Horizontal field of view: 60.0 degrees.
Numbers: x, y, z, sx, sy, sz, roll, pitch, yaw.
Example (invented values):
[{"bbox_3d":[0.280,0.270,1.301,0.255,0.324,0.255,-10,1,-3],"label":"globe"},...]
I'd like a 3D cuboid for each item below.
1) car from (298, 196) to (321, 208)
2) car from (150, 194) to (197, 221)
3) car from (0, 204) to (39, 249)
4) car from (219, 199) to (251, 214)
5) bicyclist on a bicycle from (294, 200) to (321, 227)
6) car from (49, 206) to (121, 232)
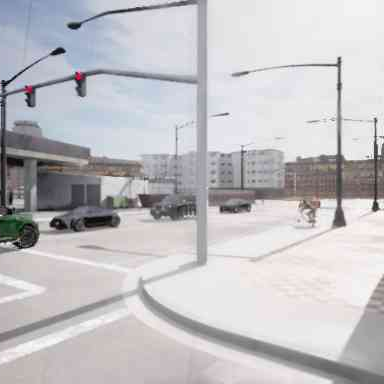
[{"bbox_3d":[16.634,1.344,46.904,2.097,1.767,4.553,0,0,35],"label":"car"},{"bbox_3d":[-1.083,1.209,27.709,2.150,2.045,5.566,0,0,35],"label":"car"},{"bbox_3d":[-7.808,1.211,11.501,2.150,2.045,5.566,-2,0,12],"label":"car"},{"bbox_3d":[4.738,1.465,36.145,1.882,1.535,5.008,0,0,35],"label":"car"},{"bbox_3d":[6.906,1.299,19.946,1.656,1.620,0.582,0,0,35],"label":"bicyclist on a bicycle"},{"bbox_3d":[-6.332,1.551,20.045,1.994,1.385,4.181,0,0,34],"label":"car"}]
